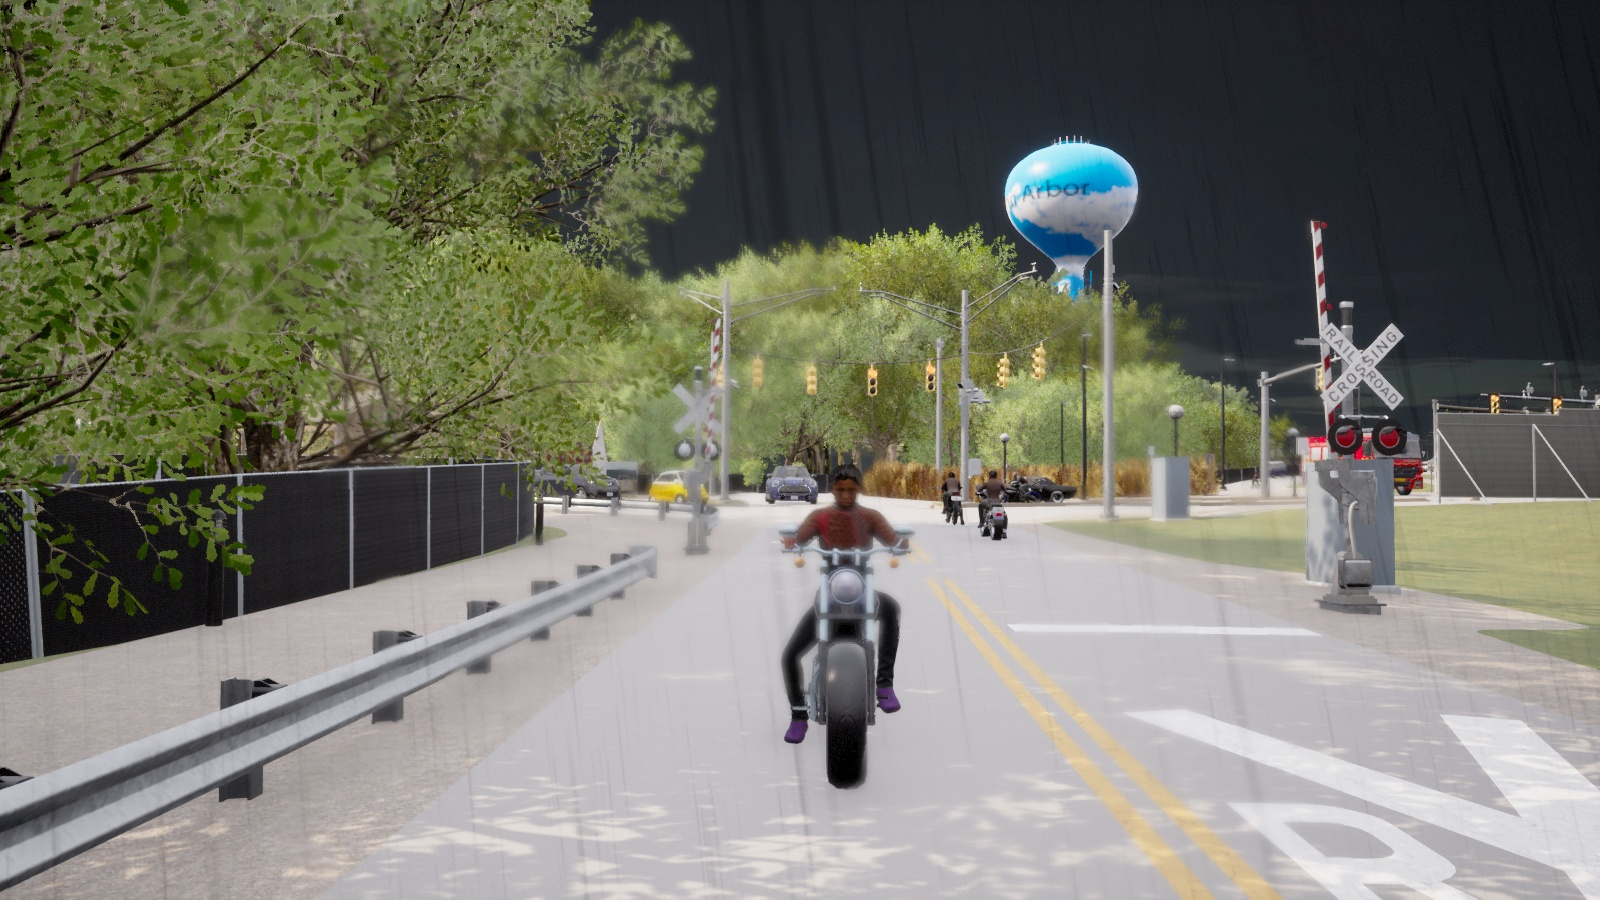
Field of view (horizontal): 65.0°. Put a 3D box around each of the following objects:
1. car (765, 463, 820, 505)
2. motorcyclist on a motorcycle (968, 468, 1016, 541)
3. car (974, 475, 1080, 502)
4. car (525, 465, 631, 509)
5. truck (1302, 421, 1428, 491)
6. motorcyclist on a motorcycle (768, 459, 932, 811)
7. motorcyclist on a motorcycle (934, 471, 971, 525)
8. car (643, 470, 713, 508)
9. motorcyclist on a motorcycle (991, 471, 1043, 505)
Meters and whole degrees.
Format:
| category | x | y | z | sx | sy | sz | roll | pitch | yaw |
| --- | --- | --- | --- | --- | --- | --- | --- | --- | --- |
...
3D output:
| category | x | y | z | sx | sy | sz | roll | pitch | yaw |
| --- | --- | --- | --- | --- | --- | --- | --- | --- | --- |
| car | -0.372 | 1.470 | 55.251 | 2.097 | 1.767 | 4.553 | 0 | -1 | -4 |
| motorcyclist on a motorcycle | 4.470 | 1.243 | 29.341 | 0.766 | 1.649 | 2.350 | 1 | -1 | 0 |
| car | 10.906 | 1.855 | 60.601 | 4.718 | 1.301 | 1.895 | 0 | -1 | -4 |
| car | -7.951 | 1.328 | 44.831 | 3.633 | 1.501 | 1.845 | -1 | -3 | 41 |
| truck | 32.604 | 0.409 | 72.907 | 2.891 | 3.827 | 8.468 | 0 | -1 | -5 |
| motorcyclist on a motorcycle | 0.269 | 0.884 | 7.085 | 0.766 | 1.649 | 2.350 | 0 | -1 | 2 |
| motorcyclist on a motorcycle | 4.419 | 1.370 | 36.557 | 0.797 | 1.523 | 2.044 | 1 | -1 | -1 |
| car | -4.656 | 1.502 | 47.848 | 2.207 | 1.376 | 1.481 | -2 | -3 | 34 |
| motorcyclist on a motorcycle | 9.856 | 1.730 | 57.019 | 2.191 | 1.530 | 0.866 | 0 | -1 | -4 |
